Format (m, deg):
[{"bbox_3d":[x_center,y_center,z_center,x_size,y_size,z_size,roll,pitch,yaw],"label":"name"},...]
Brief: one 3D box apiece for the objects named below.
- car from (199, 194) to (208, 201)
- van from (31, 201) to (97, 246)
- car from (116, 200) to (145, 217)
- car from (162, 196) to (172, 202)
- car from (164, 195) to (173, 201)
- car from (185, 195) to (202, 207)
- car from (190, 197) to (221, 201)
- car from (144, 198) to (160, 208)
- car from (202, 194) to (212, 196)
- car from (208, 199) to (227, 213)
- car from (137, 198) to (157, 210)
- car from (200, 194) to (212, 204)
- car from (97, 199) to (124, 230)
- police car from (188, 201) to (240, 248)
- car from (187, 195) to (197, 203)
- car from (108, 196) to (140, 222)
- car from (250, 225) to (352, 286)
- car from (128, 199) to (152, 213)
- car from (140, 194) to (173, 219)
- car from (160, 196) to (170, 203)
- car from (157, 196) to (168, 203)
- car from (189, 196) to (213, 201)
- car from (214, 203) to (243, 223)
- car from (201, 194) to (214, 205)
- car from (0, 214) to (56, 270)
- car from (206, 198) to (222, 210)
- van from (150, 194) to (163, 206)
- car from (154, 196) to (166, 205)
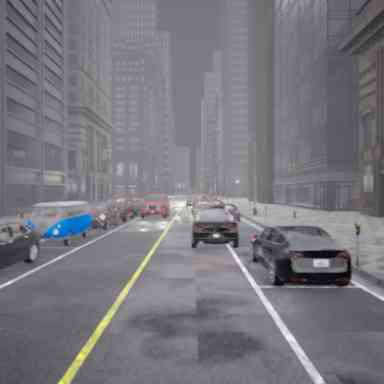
[{"bbox_3d":[2.785,1.389,82.454,1.967,1.590,4.097,0,0,0],"label":"car"},{"bbox_3d":[-5.761,1.324,14.815,1.690,1.788,3.998,0,0,0],"label":"van"},{"bbox_3d":[-5.755,1.533,31.726,1.947,1.339,4.313,0,0,0],"label":"car"},{"bbox_3d":[-5.741,1.514,76.819,1.947,1.339,4.313,0,0,0],"label":"car"},{"bbox_3d":[-5.739,1.499,82.455,2.008,1.369,4.403,0,0,0],"label":"car"},{"bbox_3d":[0.018,1.501,48.845,2.033,1.411,5.357,0,0,0],"label":"car"},{"bbox_3d":[0.909,1.429,24.981,1.801,1.575,5.366,0,0,0],"label":"car"},{"bbox_3d":[-5.749,1.536,48.636,1.802,1.307,4.206,0,0,0],"label":"car"},{"bbox_3d":[2.775,1.394,48.638,1.967,1.590,4.097,0,0,0],"label":"car"},{"bbox_3d":[2.772,1.544,37.365,1.802,1.307,4.206,0,0,0],"label":"car"},{"bbox_3d":[-5.751,1.508,42.999,2.008,1.369,4.403,0,0,0],"label":"car"},{"bbox_3d":[2.779,1.263,65.546,2.192,1.841,5.009,0,0,0],"label":"car"},{"bbox_3d":[-5.759,1.418,20.452,1.967,1.590,4.097,0,0,0],"label":"car"},{"bbox_3d":[0.905,1.409,14.901,1.930,1.638,5.238,0,0,0],"label":"police car"},{"bbox_3d":[0.022,1.399,68.273,1.837,1.490,4.892,0,0,0],"label":"car"},{"bbox_3d":[-5.757,1.287,26.089,2.192,1.841,5.009,0,0,0],"label":"car"},{"bbox_3d":[2.763,1.555,9.183,1.947,1.339,4.313,0,0,0],"label":"car"},{"bbox_3d":[-5.753,1.528,37.362,1.947,1.339,4.313,0,0,0],"label":"car"},{"bbox_3d":[-3.091,1.192,28.834,2.150,2.045,5.566,0,0,0],"label":"car"},{"bbox_3d":[-5.743,1.513,71.182,1.947,1.339,4.313,0,0,0],"label":"car"},{"bbox_3d":[-5.744,1.530,65.546,1.802,1.307,4.206,0,0,0],"label":"car"},{"bbox_3d":[0.910,1.446,30.791,1.882,1.535,5.008,0,0,0],"label":"car"},{"bbox_3d":[2.769,1.554,26.093,1.802,1.307,4.206,0,0,0],"label":"car"},{"bbox_3d":[2.778,1.264,59.909,2.192,1.841,5.009,0,0,0],"label":"car"},{"bbox_3d":[-5.762,1.540,9.179,2.008,1.369,4.403,0,0,0],"label":"car"},{"bbox_3d":[2.774,1.539,43.002,1.802,1.307,4.206,0,0,0],"label":"car"},{"bbox_3d":[-5.749,1.292,54.272,1.690,1.788,3.998,0,0,0],"label":"van"},{"bbox_3d":[-5.746,1.474,59.739,1.752,1.417,4.829,0,0,0],"label":"car"}]
